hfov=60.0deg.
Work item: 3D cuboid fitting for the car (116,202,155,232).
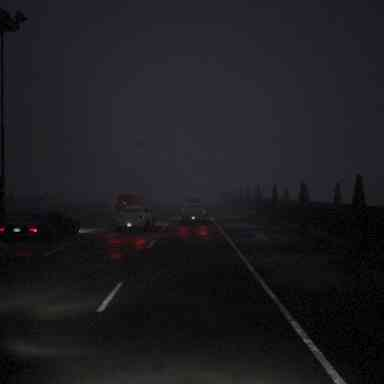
[{"bbox_3d":[-3.401,1.540,20.331,1.812,1.442,4.674,0,0,0],"label":"car"}]

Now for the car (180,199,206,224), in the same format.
[{"bbox_3d":[0.097,1.543,25.055,1.812,1.442,4.674,0,0,0],"label":"car"}]

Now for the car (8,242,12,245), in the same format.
[{"bbox_3d":[-3.400,1.479,1.974,1.882,1.535,5.008,0,0,0],"label":"car"}]

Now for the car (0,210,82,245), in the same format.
[{"bbox_3d":[-6.902,1.558,15.646,2.033,1.411,5.357,0,0,0],"label":"car"}]

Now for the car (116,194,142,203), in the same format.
[{"bbox_3d":[-6.903,1.247,36.848,2.150,2.045,5.566,0,0,0],"label":"car"}]
